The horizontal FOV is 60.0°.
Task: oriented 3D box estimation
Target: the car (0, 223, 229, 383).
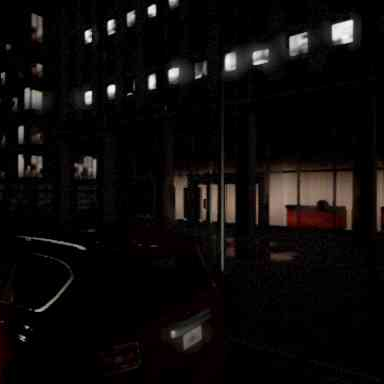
[{"bbox_3d":[-1.939,1.344,4.244,5.009,1.841,2.192,0,0,36],"label":"car"}]
